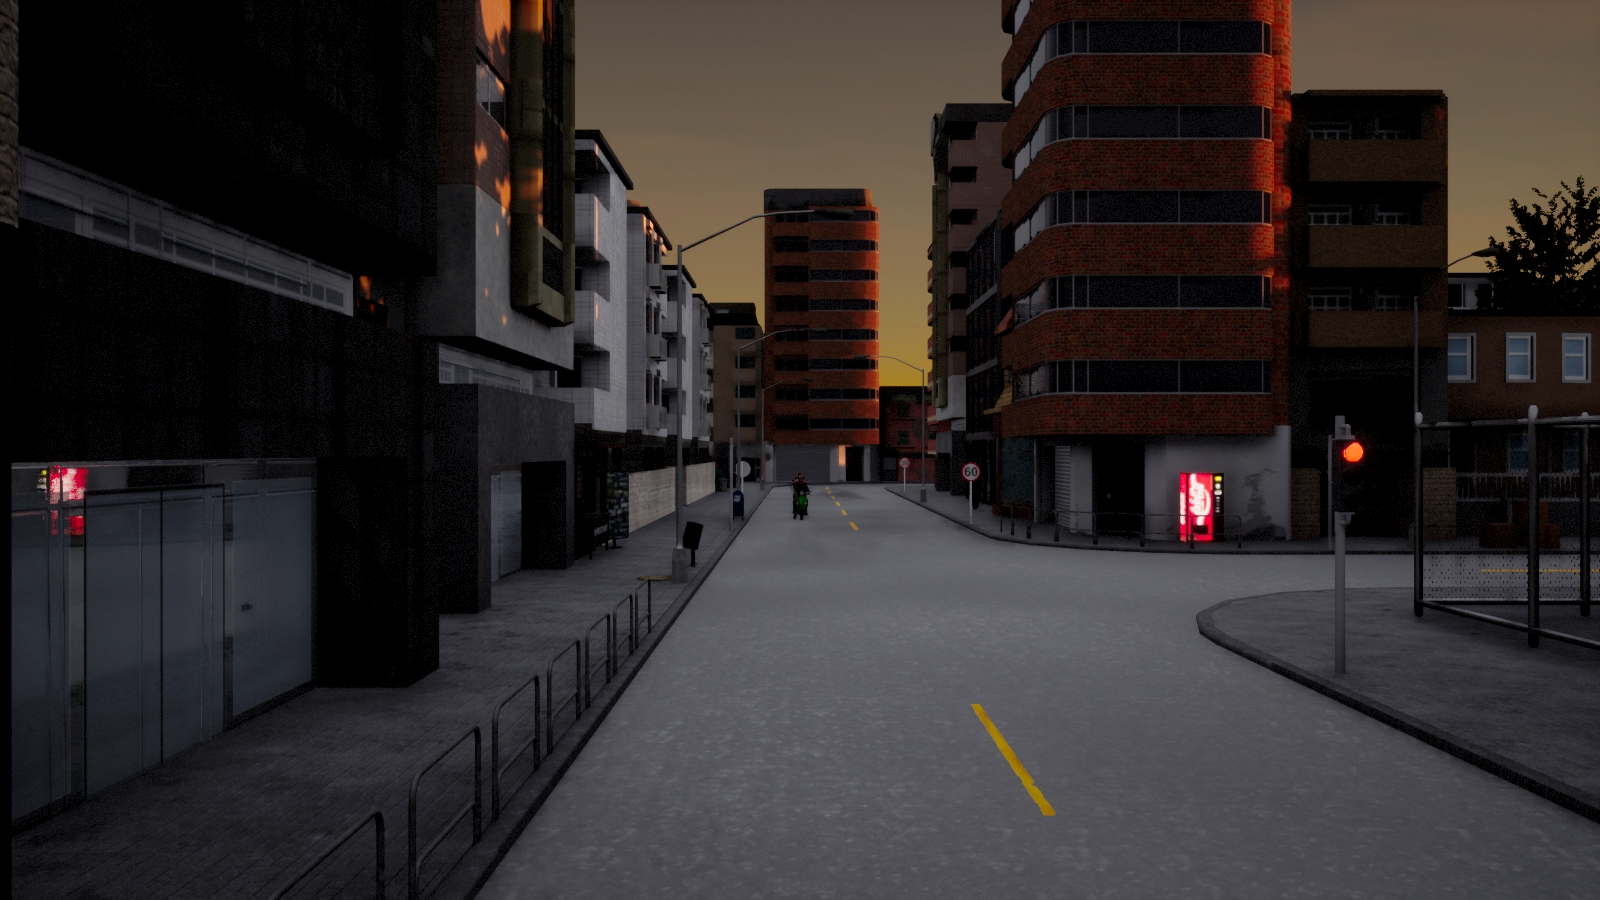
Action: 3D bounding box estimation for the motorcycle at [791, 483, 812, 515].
[{"bbox_3d":[0.063,1.970,46.521,0.856,1.236,1.805,0,0,0],"label":"motorcycle"}]

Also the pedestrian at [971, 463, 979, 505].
[{"bbox_3d":[7.946,1.533,51.800,0.375,1.860,0.375,0,0,9],"label":"pedestrian"}]

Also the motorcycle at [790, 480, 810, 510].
[{"bbox_3d":[0.019,1.970,50.389,0.856,1.236,1.805,0,0,0],"label":"motorcycle"}]
